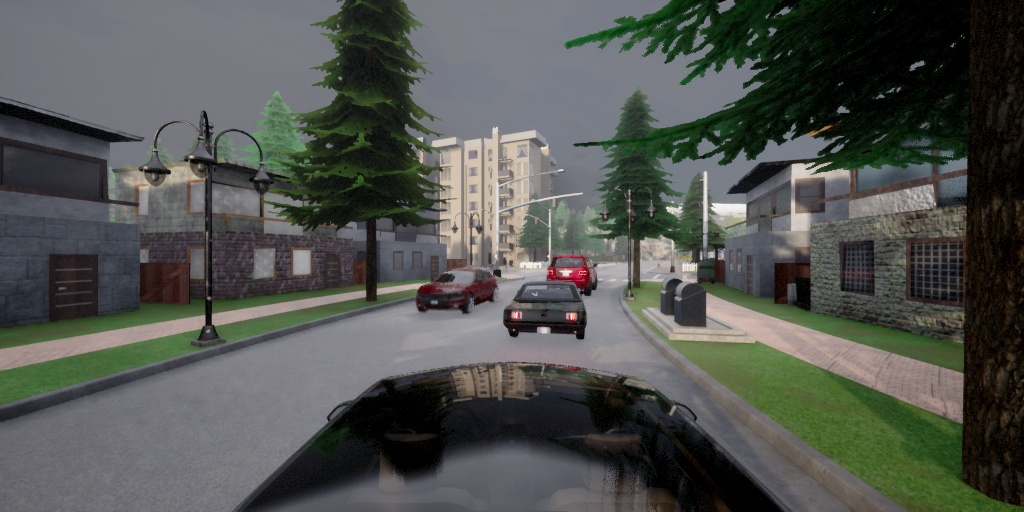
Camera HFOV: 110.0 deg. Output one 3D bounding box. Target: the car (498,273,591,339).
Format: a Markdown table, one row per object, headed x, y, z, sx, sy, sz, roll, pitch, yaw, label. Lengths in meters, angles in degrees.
| x | y | z | sx | sy | sz | roll | pitch | yaw | label |
| --- | --- | --- | --- | --- | --- | --- | --- | --- | --- |
| 1.073 | 1.351 | 10.100 | 1.895 | 1.301 | 4.718 | 0 | 0 | 9 | car |

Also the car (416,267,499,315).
| x | y | z | sx | sy | sz | roll | pitch | yaw | label |
| --- | --- | --- | --- | --- | --- | --- | --- | --- | --- |
| -1.935 | 1.227 | 14.007 | 1.882 | 1.535 | 5.008 | 0 | 0 | 14 | car |

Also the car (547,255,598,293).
| x | y | z | sx | sy | sz | roll | pitch | yaw | label |
| --- | --- | --- | --- | --- | --- | --- | --- | --- | --- |
| 3.370 | 0.971 | 19.596 | 2.150 | 2.045 | 5.566 | 0 | 0 | 18 | car |
